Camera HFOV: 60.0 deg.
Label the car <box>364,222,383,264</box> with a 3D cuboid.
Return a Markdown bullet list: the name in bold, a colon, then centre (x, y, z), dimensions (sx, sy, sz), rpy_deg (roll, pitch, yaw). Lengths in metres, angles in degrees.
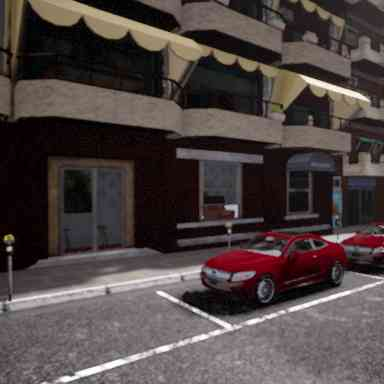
- **car**: centre (6.704, 1.693, 11.355), dimensions (4.206, 1.307, 1.802), rpy_deg (1, -1, -35)

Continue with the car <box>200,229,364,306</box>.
- **car**: centre (2.144, 1.641, 8.102), dimensions (4.206, 1.307, 1.802), rpy_deg (1, -1, -35)
